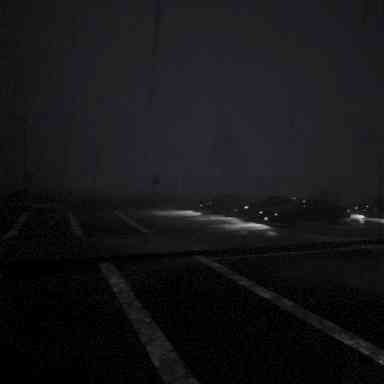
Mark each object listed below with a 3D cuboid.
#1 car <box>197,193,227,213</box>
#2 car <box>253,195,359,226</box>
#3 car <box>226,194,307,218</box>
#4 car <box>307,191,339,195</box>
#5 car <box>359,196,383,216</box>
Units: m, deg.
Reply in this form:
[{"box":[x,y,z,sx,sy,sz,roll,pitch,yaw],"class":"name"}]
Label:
[{"box":[2.522,0.805,24.766,4.181,1.385,1.994,1,2,-23],"class":"car"},{"box":[6.440,1.068,18.813,5.357,1.411,2.033,1,2,-22],"class":"car"},{"box":[4.950,0.911,21.978,4.674,1.442,1.812,1,2,-22],"class":"car"},{"box":[10.572,0.667,28.027,4.553,1.767,2.097,1,2,-22],"class":"car"},{"box":[14.190,1.034,25.730,4.181,1.385,1.994,1,2,-22],"class":"car"}]
